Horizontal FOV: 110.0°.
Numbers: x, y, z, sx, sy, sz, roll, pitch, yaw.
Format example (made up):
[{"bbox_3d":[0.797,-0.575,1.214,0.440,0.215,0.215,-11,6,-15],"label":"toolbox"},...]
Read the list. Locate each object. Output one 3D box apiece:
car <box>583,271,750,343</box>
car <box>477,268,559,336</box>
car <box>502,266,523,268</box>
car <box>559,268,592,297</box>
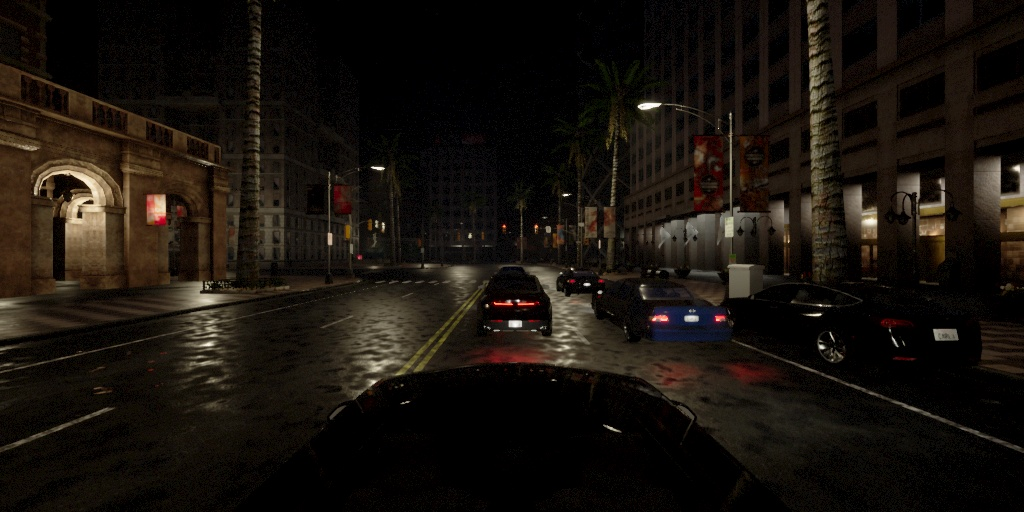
[{"bbox_3d":[3.562,1.297,9.659,2.033,1.411,5.357,0,0,0],"label":"car"},{"bbox_3d":[0.052,1.254,10.359,1.837,1.490,4.892,0,0,0],"label":"car"},{"bbox_3d":[0.013,1.276,19.306,1.812,1.442,4.674,0,0,-2],"label":"car"},{"bbox_3d":[3.517,1.314,18.902,1.994,1.385,4.181,0,0,-1],"label":"car"}]
